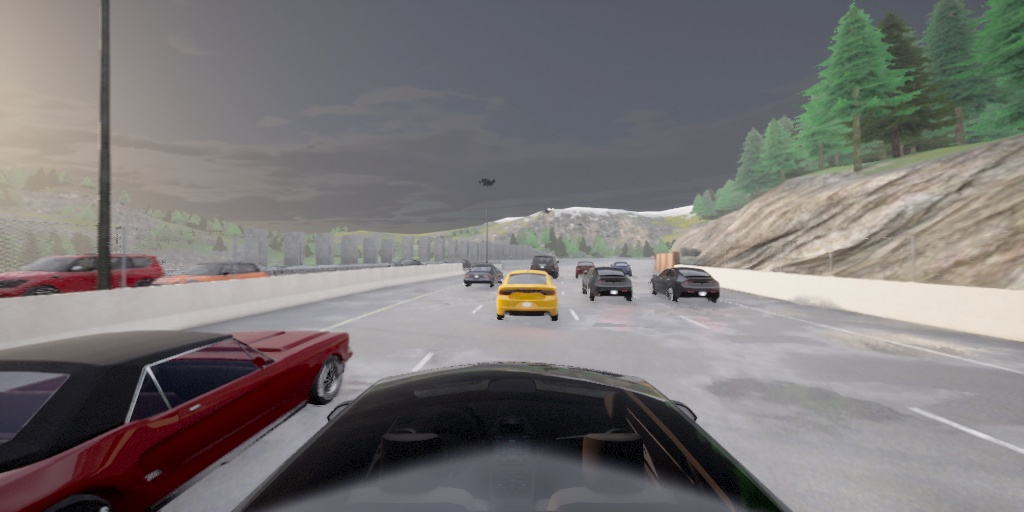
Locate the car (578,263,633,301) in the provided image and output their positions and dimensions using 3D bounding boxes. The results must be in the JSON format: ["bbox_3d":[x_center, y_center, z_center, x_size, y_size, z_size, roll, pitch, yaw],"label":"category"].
[{"bbox_3d":[4.489,1.267,17.406,1.837,1.490,4.892,0,0,5],"label":"car"}]

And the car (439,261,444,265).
[{"bbox_3d":[-9.562,1.294,54.952,1.994,1.385,4.181,0,0,17],"label":"car"}]

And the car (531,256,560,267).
[{"bbox_3d":[2.910,0.981,31.400,2.150,2.045,5.566,0,0,10],"label":"car"}]

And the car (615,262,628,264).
[{"bbox_3d":[11.198,1.305,36.943,1.812,1.442,4.674,0,0,13],"label":"car"}]

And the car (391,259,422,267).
[{"bbox_3d":[-14.489,1.222,50.531,1.837,1.490,4.892,0,0,15],"label":"car"}]

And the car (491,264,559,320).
[{"bbox_3d":[0.577,1.230,12.669,1.882,1.535,5.008,0,0,4],"label":"car"}]

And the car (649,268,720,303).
[{"bbox_3d":[7.958,1.275,16.947,1.837,1.490,4.892,0,0,5],"label":"car"}]

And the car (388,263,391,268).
[{"bbox_3d":[-16.905,1.204,54.714,2.128,1.511,4.902,0,0,16],"label":"car"}]

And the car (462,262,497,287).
[{"bbox_3d":[-1.806,1.295,24.106,2.033,1.411,5.357,0,0,8],"label":"car"}]

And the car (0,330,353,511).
[{"bbox_3d":[-3.340,1.343,3.293,1.895,1.301,4.718,0,0,1],"label":"car"}]

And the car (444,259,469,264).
[{"bbox_3d":[-7.314,1.238,50.262,1.837,1.490,4.892,0,1,15],"label":"car"}]

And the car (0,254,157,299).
[{"bbox_3d":[-17.069,0.930,14.117,2.150,2.045,5.566,0,0,4],"label":"car"}]

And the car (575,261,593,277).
[{"bbox_3d":[7.273,1.248,35.353,1.882,1.535,5.008,0,0,12],"label":"car"}]

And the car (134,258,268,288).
[{"bbox_3d":[-13.376,1.070,16.133,2.097,1.767,4.553,0,0,5],"label":"car"}]
